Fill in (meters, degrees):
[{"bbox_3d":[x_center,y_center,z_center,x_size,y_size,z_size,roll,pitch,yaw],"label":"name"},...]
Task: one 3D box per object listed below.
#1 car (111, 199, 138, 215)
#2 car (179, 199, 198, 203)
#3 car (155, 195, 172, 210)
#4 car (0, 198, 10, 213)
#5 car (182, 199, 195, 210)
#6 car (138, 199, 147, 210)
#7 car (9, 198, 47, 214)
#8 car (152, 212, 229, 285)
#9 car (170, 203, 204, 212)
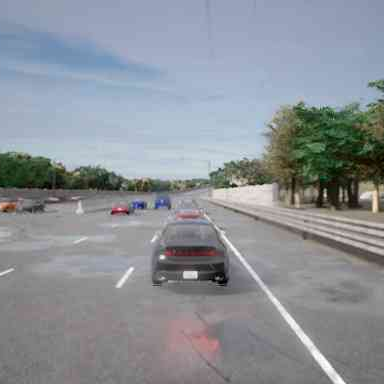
[{"bbox_3d":[-7.325,1.702,35.624,1.994,1.385,4.181,0,0,-1],"label":"car"},{"bbox_3d":[-0.272,1.612,27.566,1.837,1.490,4.892,0,0,-1],"label":"car"},{"bbox_3d":[-4.053,1.411,47.172,2.150,2.045,5.566,0,0,-1],"label":"car"},{"bbox_3d":[-21.573,1.495,38.459,2.097,1.767,4.553,0,0,-1],"label":"car"},{"bbox_3d":[-0.572,1.718,48.092,1.812,1.442,4.674,0,0,-1],"label":"car"},{"bbox_3d":[-7.562,1.664,47.524,1.882,1.535,5.008,0,0,-1],"label":"car"},{"bbox_3d":[-18.053,1.645,37.398,1.837,1.490,4.892,0,0,-1],"label":"car"},{"bbox_3d":[-0.049,1.539,9.554,1.837,1.490,4.892,0,0,0],"label":"car"},{"bbox_3d":[-0.157,1.603,20.238,1.812,1.442,4.674,0,0,-1],"label":"car"}]
